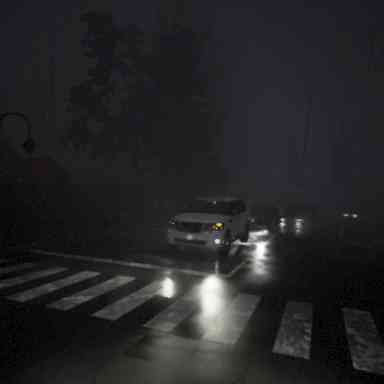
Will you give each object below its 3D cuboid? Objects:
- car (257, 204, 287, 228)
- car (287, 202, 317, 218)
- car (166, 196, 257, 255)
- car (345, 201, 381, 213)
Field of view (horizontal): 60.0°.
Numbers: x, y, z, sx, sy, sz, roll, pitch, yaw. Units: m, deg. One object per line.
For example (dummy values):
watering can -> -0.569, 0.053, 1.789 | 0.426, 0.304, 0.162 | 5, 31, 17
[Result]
car -> 4.939, 1.570, 23.319 | 2.128, 1.511, 4.902 | 2, 0, 26
car -> 10.717, 1.717, 32.941 | 1.882, 1.535, 5.008 | 2, 0, 40
car -> 0.942, 1.199, 13.773 | 2.150, 2.045, 5.566 | 2, 0, 21
car -> 22.245, 1.931, 43.190 | 5.357, 1.411, 2.033 | 2, 0, -30
